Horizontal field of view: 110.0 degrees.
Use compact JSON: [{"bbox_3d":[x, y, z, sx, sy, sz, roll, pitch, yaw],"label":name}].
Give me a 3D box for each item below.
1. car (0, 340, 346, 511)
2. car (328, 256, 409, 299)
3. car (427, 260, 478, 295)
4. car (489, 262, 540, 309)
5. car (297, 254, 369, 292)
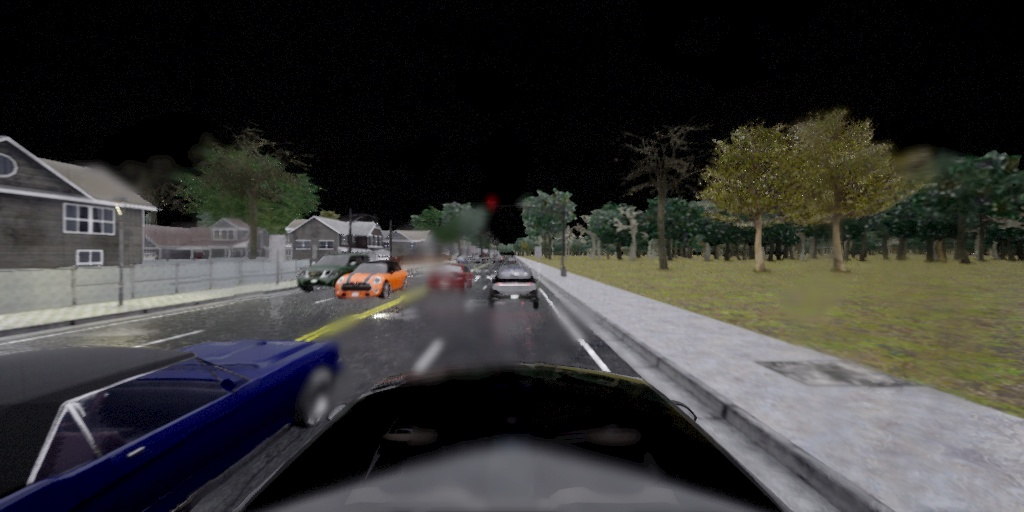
[{"bbox_3d":[-3.151,1.346,2.667,1.895,1.301,4.718,0,0,0],"label":"car"},{"bbox_3d":[-6.586,1.027,17.334,2.097,1.767,4.553,0,0,0],"label":"car"},{"bbox_3d":[-3.154,1.144,19.213,1.882,1.535,5.008,0,0,0],"label":"car"},{"bbox_3d":[0.093,1.180,14.702,2.128,1.511,4.902,0,0,0],"label":"car"},{"bbox_3d":[-9.821,0.885,20.572,2.150,2.045,5.566,0,0,0],"label":"car"}]
